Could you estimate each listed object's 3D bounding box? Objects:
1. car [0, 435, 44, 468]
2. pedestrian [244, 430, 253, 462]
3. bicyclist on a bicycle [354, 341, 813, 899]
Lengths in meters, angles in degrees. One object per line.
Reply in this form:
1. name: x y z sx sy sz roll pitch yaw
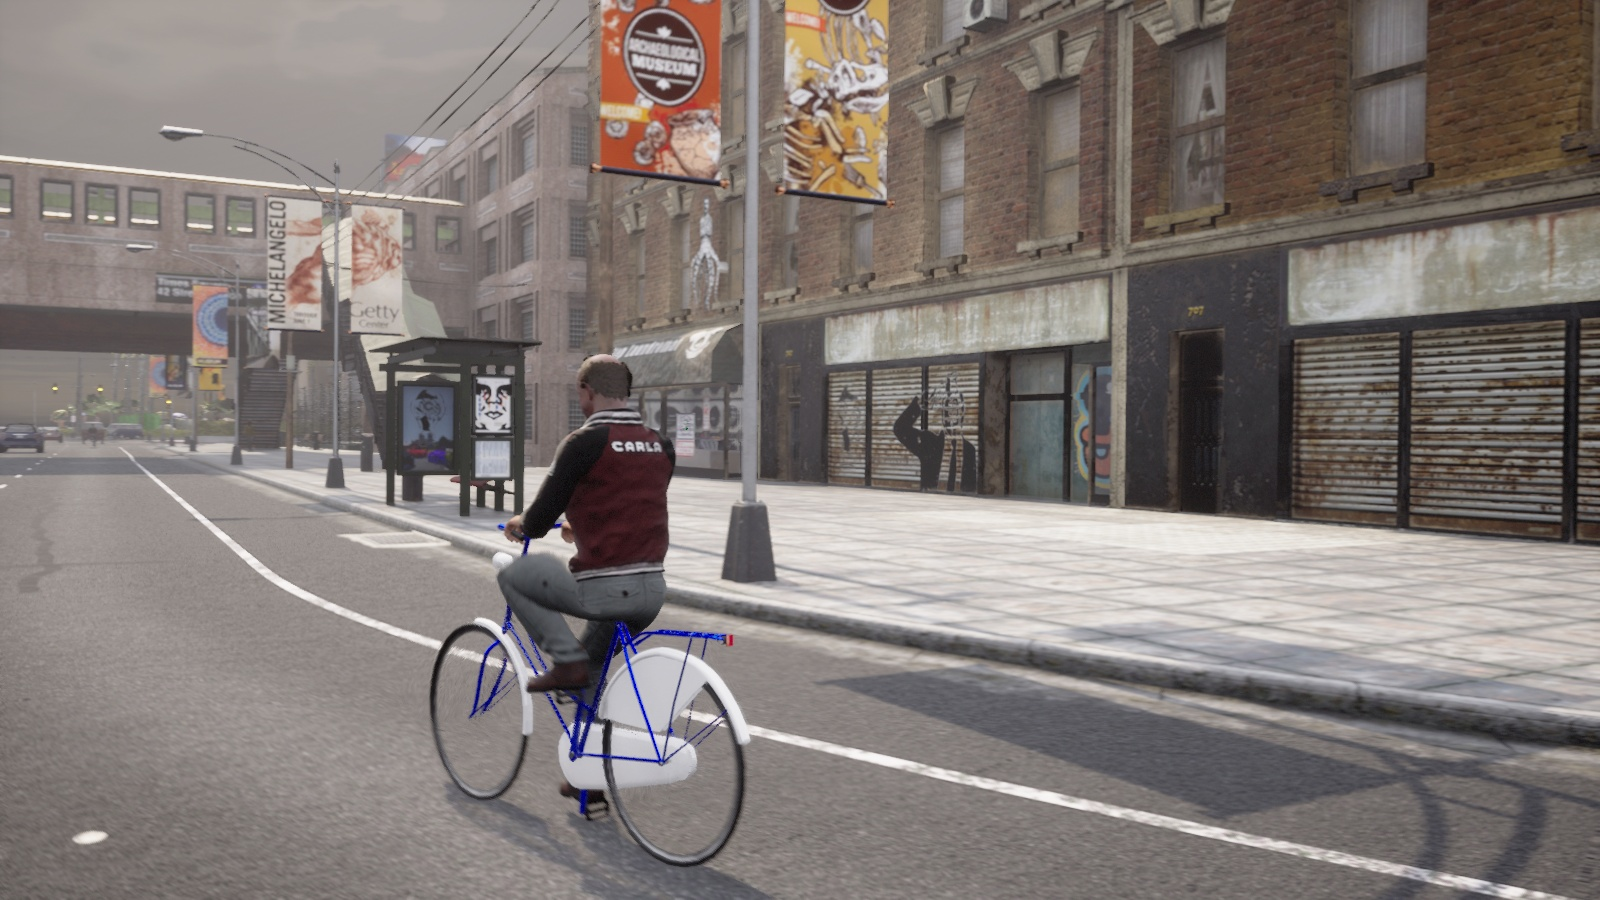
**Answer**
1. car: -44.554 0.059 71.775 2.097 1.767 4.553 -1 1 -29
2. pedestrian: -31.742 -0.256 72.252 0.370 1.835 0.726 -1 1 -28
3. bicyclist on a bicycle: -0.865 0.551 4.646 1.843 1.776 0.659 0 1 41
